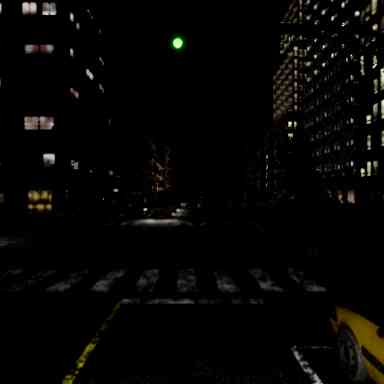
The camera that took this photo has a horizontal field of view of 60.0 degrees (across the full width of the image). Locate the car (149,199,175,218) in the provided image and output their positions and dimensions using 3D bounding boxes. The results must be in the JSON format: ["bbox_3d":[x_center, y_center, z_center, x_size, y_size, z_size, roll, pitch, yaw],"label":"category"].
[{"bbox_3d":[-3.103,1.822,34.364,1.882,1.535,5.008,0,-1,0],"label":"car"}]

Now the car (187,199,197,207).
[{"bbox_3d":[-0.006,2.141,63.669,1.882,1.535,5.008,0,-1,0],"label":"car"}]

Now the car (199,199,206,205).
[{"bbox_3d":[2.680,2.430,84.801,1.752,1.417,4.829,0,-1,0],"label":"car"}]

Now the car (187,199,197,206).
[{"bbox_3d":[-0.006,2.235,74.086,2.033,1.411,5.357,0,-1,0],"label":"car"}]

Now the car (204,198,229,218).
[{"bbox_3d":[2.682,1.664,34.897,2.192,1.841,5.009,0,-1,0],"label":"car"}]

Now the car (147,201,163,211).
[{"bbox_3d":[-5.698,2.078,51.472,2.008,1.369,4.403,0,-1,0],"label":"car"}]

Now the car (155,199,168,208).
[{"bbox_3d":[-5.700,2.091,62.526,1.967,1.590,4.097,0,-1,0],"label":"car"}]

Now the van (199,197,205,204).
[{"bbox_3d":[2.678,2.309,90.158,1.690,1.788,3.998,0,-1,0],"label":"van"}]

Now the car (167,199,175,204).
[{"bbox_3d":[-5.701,2.513,90.156,1.887,1.381,4.507,0,-1,0],"label":"car"}]

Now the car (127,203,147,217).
[{"bbox_3d":[-5.697,1.900,34.894,2.008,1.369,4.403,0,-1,0],"label":"car"}]

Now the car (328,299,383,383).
[{"bbox_3d":[2.685,1.552,2.653,1.752,1.417,4.829,0,-1,0],"label":"car"}]

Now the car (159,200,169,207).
[{"bbox_3d":[-5.699,2.295,68.052,1.802,1.307,4.206,0,-1,0],"label":"car"}]

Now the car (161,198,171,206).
[{"bbox_3d":[-5.701,2.216,73.579,1.967,1.590,4.097,0,-1,0],"label":"car"}]

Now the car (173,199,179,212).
[{"bbox_3d":[-3.095,1.973,44.148,1.812,1.442,4.674,0,-1,0],"label":"car"}]

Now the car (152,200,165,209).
[{"bbox_3d":[-5.699,2.134,56.998,1.887,1.381,4.507,0,-1,0],"label":"car"}]

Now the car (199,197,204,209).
[{"bbox_3d":[2.680,1.904,57.001,2.192,1.841,5.009,0,-1,0],"label":"car"}]

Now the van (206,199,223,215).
[{"bbox_3d":[2.682,1.748,40.422,1.690,1.788,3.998,0,-1,0],"label":"van"}]

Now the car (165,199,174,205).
[{"bbox_3d":[-5.700,2.427,84.461,1.752,1.417,4.829,0,-1,0],"label":"car"}]

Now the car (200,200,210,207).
[{"bbox_3d":[2.681,2.258,68.052,1.887,1.381,4.507,0,-1,0],"label":"car"}]
